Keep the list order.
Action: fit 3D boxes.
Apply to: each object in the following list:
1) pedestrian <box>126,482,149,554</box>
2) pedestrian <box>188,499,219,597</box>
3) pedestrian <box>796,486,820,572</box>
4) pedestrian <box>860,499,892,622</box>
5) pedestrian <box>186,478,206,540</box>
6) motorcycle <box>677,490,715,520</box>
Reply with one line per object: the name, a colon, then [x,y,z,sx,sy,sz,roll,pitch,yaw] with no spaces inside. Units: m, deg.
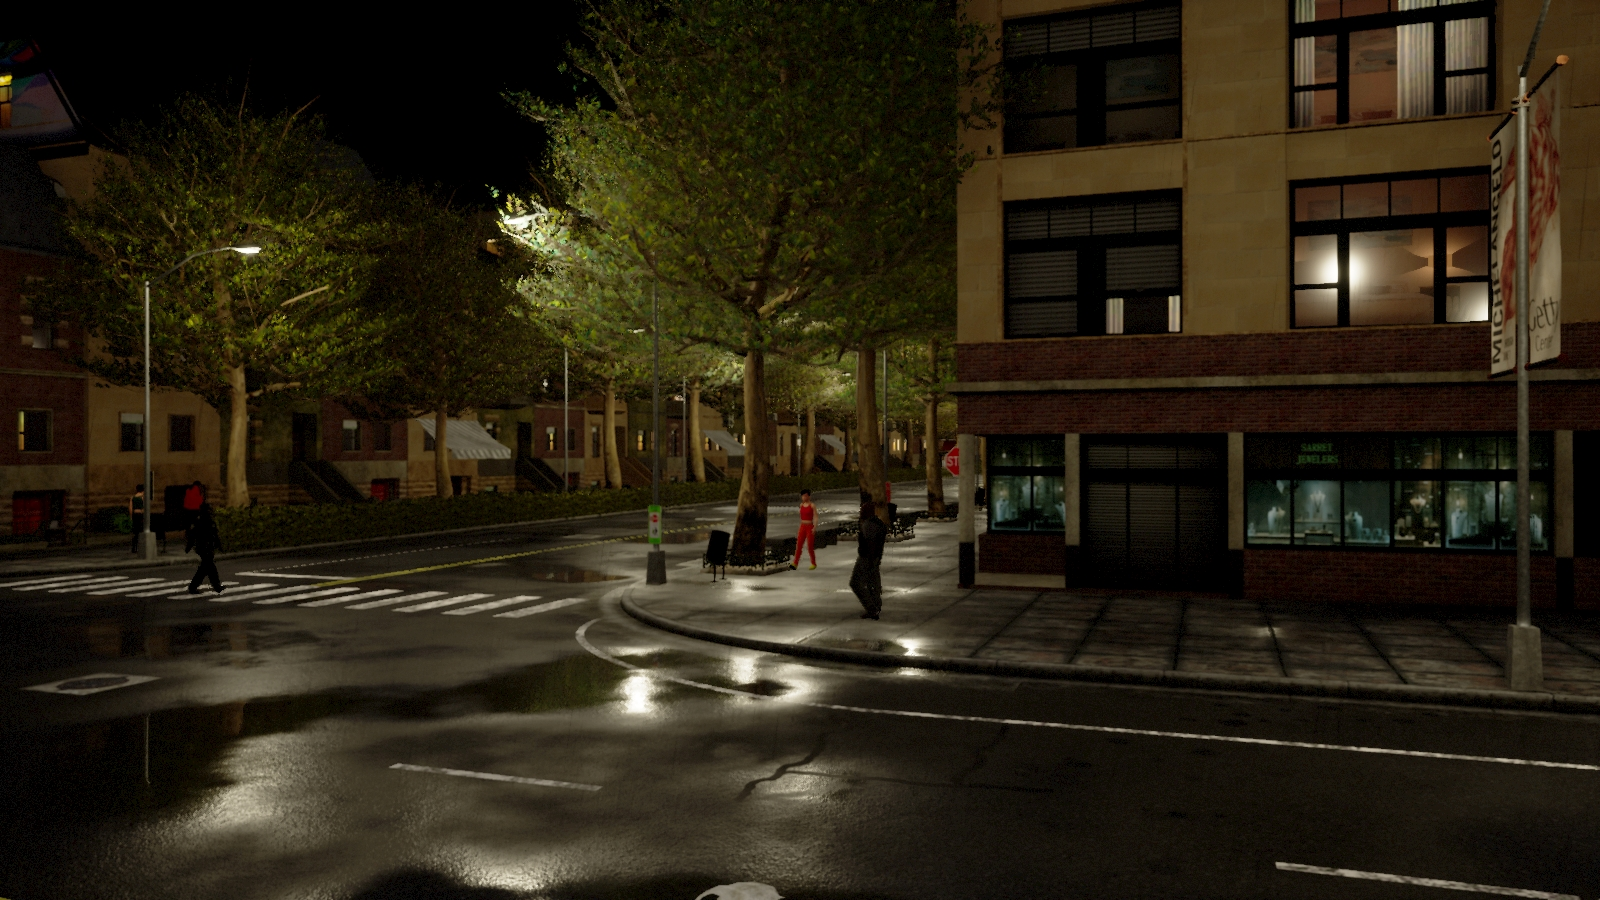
pedestrian: [-17.234,1.766,29.714,0.375,1.860,0.375,0,0,2]
pedestrian: [-11.634,1.898,22.271,0.375,1.860,0.375,0,0,21]
pedestrian: [0.167,1.720,25.146,0.375,1.860,0.375,0,0,35]
pedestrian: [1.190,1.712,17.803,0.375,1.860,0.375,0,0,26]
pedestrian: [-18.245,1.773,34.506,0.375,1.860,0.375,0,0,15]
motorcycle: [-4.288,2.267,47.196,0.803,1.145,2.033,0,0,20]
